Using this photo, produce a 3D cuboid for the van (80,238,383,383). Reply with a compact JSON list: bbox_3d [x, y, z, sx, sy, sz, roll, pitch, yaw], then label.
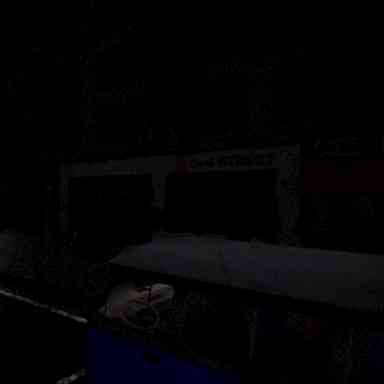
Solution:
[{"bbox_3d":[0.883,1.343,2.447,3.998,1.788,1.690,0,0,36],"label":"van"}]
